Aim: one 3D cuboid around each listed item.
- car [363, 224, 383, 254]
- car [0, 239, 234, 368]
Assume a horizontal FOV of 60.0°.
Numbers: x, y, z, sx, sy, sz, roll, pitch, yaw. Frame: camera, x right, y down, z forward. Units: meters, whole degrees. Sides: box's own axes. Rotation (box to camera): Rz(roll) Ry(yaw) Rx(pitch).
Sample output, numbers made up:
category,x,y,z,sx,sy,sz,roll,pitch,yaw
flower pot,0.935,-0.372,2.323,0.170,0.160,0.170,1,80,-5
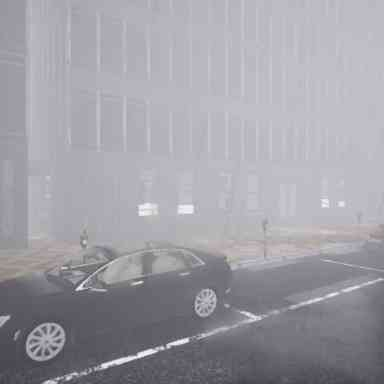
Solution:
category,x,y,z,sx,sy,sz,roll,pitch,yaw
car,8.035,1.582,12.258,4.206,1.307,1.802,0,0,-35
car,-1.246,1.551,5.666,4.403,1.369,2.008,0,0,-35
